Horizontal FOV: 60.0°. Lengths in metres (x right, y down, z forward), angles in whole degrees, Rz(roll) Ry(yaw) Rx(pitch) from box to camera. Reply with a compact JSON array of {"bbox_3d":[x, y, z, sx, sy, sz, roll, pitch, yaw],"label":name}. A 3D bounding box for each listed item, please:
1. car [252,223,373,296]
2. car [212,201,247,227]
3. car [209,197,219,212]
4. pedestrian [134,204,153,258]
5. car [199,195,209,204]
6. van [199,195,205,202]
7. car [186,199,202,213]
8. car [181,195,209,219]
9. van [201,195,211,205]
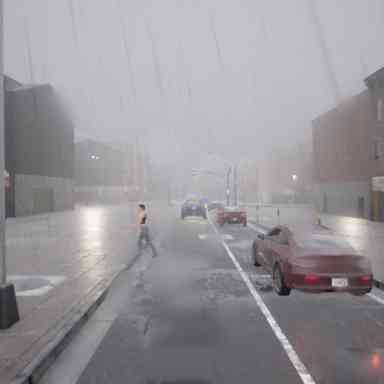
[{"bbox_3d":[2.768,1.529,8.519,1.812,1.442,4.674,0,0,0],"label":"car"},{"bbox_3d":[2.675,1.569,22.991,1.887,1.381,4.507,-1,0,0],"label":"car"},{"bbox_3d":[2.708,1.637,39.868,2.008,1.369,4.403,-1,0,0],"label":"car"},{"bbox_3d":[-1.654,1.298,11.358,0.375,1.860,0.375,-1,1,0],"label":"pedestrian"},{"bbox_3d":[2.777,1.672,77.409,2.192,1.841,5.009,-1,-1,0],"label":"car"},{"bbox_3d":[2.809,1.869,93.279,1.690,1.788,3.998,-1,-1,0],"label":"van"},{"bbox_3d":[0.211,1.610,39.618,1.812,1.442,4.674,0,0,1],"label":"car"},{"bbox_3d":[0.160,1.395,29.653,2.097,1.767,4.553,0,0,0],"label":"car"},{"bbox_3d":[2.757,1.605,66.827,1.690,1.788,3.998,-1,-1,0],"label":"van"}]
